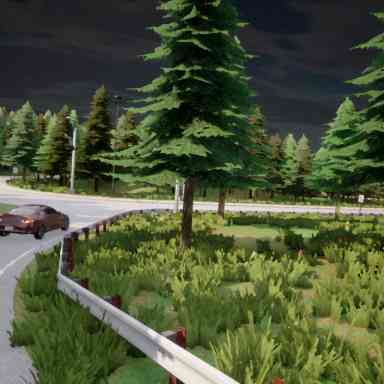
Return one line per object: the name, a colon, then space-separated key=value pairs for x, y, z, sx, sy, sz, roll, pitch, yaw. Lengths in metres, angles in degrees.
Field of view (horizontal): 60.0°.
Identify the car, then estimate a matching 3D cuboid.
car: x=-7.660 y=1.337 z=16.413 sx=1.812 sy=1.442 sz=4.674 roll=4 pitch=1 yaw=2
